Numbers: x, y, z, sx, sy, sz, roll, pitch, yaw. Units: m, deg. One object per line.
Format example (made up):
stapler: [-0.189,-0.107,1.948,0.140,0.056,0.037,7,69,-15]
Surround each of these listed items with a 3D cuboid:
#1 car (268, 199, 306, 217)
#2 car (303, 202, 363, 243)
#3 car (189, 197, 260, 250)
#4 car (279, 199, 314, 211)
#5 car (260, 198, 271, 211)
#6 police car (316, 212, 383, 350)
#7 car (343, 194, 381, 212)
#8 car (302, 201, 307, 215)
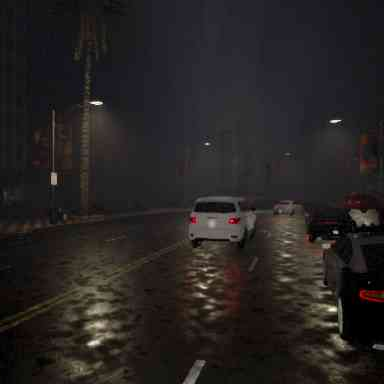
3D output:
car: [9.351,1.526,31.915,1.812,1.442,4.674,0,0,36]
car: [6.482,1.478,15.777,1.882,1.535,5.008,0,0,17]
car: [1.519,1.221,14.723,2.150,2.045,5.566,0,0,17]
car: [12.894,1.601,40.971,4.718,1.301,1.895,0,0,-39]
car: [8.960,1.477,42.026,5.008,1.535,1.882,0,0,-42]
police car: [3.617,1.425,6.311,1.930,1.638,5.238,0,0,17]
car: [18.855,1.221,36.666,5.566,2.045,2.150,0,0,-36]
car: [8.169,1.526,21.092,1.812,1.442,4.674,0,0,21]
